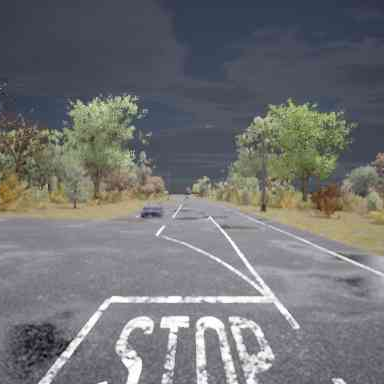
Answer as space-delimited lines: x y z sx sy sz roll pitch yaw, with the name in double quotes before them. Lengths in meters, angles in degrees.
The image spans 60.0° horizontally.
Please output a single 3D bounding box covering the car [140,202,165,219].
"car" -3.524 1.672 30.648 2.033 1.411 5.357 0 -1 0
